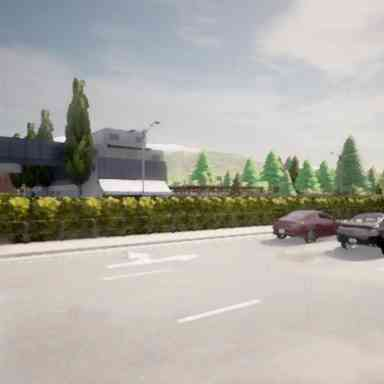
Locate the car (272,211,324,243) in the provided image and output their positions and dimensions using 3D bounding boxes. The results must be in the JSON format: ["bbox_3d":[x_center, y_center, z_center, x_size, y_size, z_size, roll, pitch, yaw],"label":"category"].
[{"bbox_3d":[6.031,1.664,16.746,4.674,1.442,1.812,0,0,-35],"label":"car"}]

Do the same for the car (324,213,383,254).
[{"bbox_3d":[8.000,1.630,13.852,4.902,1.511,2.128,1,0,-35],"label":"car"}]
